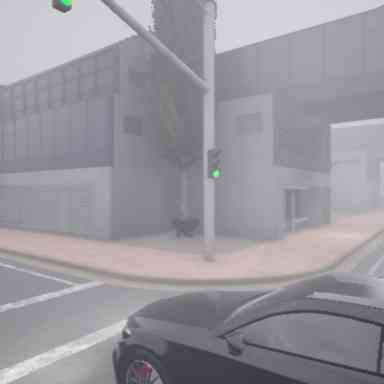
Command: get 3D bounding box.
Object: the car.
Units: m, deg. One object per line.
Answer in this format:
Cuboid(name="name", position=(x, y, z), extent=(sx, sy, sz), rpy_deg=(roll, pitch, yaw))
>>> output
Cuboid(name="car", position=(1.320, 1.526, 3.058), extent=(4.674, 1.442, 1.812), rpy_deg=(0, 0, 35))
